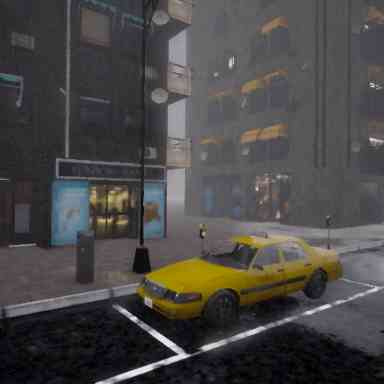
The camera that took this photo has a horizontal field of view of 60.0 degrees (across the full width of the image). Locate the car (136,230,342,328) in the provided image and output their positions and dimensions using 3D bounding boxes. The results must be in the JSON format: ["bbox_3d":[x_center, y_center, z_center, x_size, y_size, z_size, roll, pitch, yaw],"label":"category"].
[{"bbox_3d":[1.231,1.526,6.965,4.829,1.417,1.752,0,1,-35],"label":"car"}]
